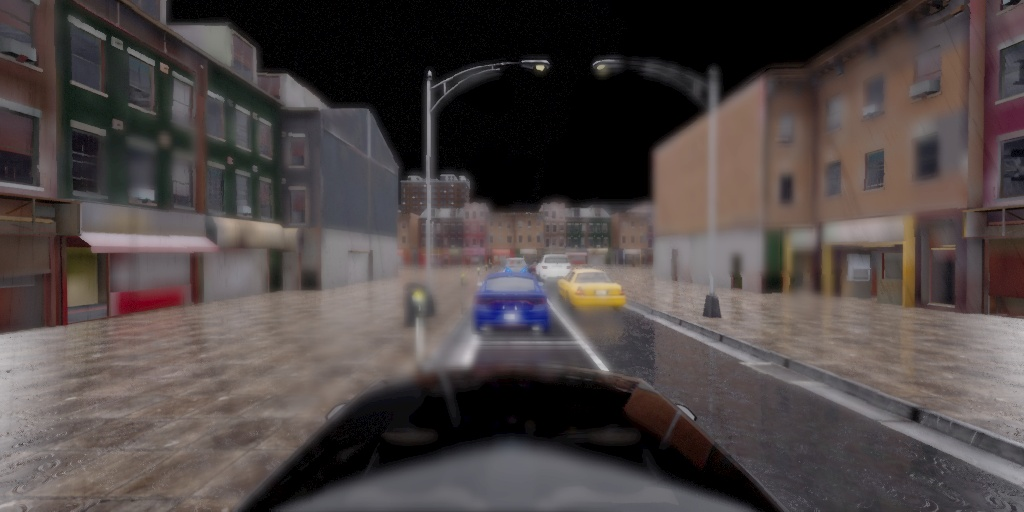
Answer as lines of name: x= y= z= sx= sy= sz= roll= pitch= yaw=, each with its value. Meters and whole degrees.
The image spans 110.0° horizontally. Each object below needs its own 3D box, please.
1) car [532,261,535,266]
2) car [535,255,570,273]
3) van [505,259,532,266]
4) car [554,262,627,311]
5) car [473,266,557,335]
car: x=3.105 y=1.329 z=42.751 sx=1.994 sy=1.385 sz=4.181 roll=0 pitch=0 yaw=0
car: x=3.100 y=0.977 z=26.238 sx=2.150 sy=2.045 sz=5.566 roll=0 pitch=0 yaw=0
van: x=0.382 y=1.095 z=27.349 sx=1.690 sy=1.789 sz=3.998 roll=0 pitch=0 yaw=0
car: x=3.020 y=1.210 z=14.441 sx=1.801 sy=1.575 sz=5.366 roll=0 pitch=0 yaw=0
car: x=0.006 y=1.227 z=10.501 sx=1.882 sy=1.535 sz=5.008 roll=0 pitch=0 yaw=0
